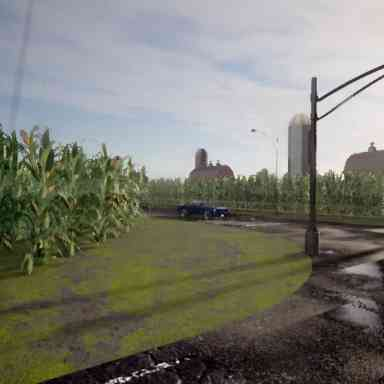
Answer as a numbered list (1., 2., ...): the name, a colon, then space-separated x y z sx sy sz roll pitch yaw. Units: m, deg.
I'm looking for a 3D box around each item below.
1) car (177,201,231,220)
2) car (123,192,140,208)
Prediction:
1. car: 0.889 1.400 26.094 1.895 1.301 4.718 2 0 -38
2. car: -7.987 0.908 37.553 2.150 2.045 5.566 2 -1 -38
